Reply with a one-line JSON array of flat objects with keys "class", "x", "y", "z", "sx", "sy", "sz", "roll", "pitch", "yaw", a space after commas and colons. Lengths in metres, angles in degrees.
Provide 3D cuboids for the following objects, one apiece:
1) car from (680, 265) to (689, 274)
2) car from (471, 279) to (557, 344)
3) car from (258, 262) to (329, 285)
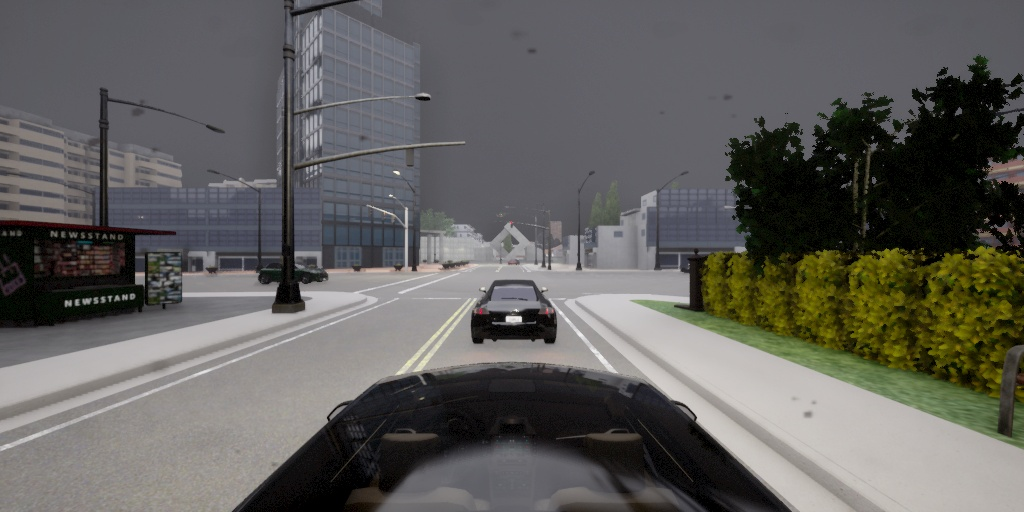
[{"class": "car", "x": 20.347, "y": 1.266, "z": 38.369, "sx": 4.181, "sy": 1.385, "sz": 1.994, "roll": 0, "pitch": 0, "yaw": -2}, {"class": "car", "x": 0.045, "y": 1.314, "z": 9.637, "sx": 1.994, "sy": 1.385, "sz": 4.181, "roll": 0, "pitch": 0, "yaw": 0}, {"class": "car", "x": -16.494, "y": 1.210, "z": 27.224, "sx": 4.553, "sy": 1.767, "sz": 2.097, "roll": -1, "pitch": 0, "yaw": -1}]
